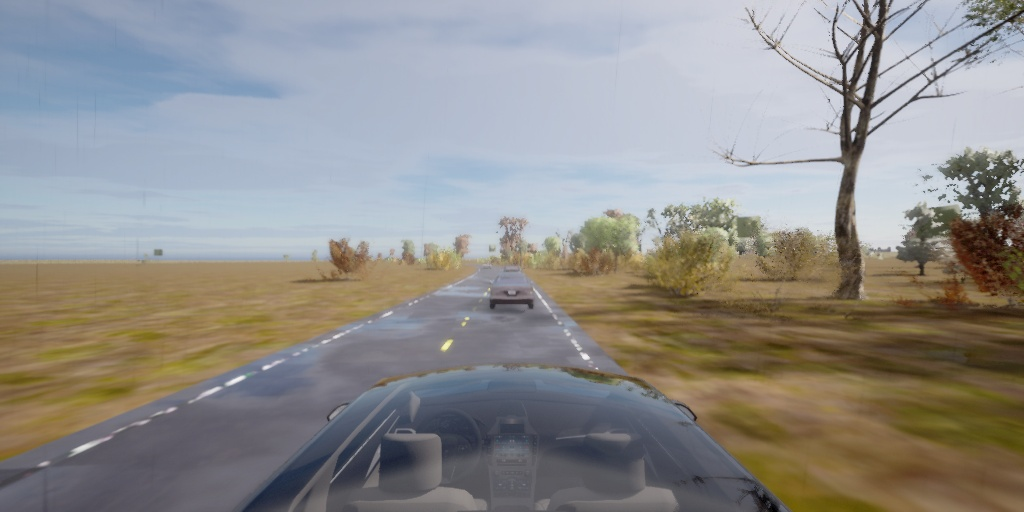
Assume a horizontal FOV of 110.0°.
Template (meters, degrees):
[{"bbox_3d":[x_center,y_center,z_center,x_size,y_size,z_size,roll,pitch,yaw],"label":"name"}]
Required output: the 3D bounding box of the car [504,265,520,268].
[{"bbox_3d":[-0.020,1.524,31.136,2.128,1.511,4.902,0,0,0],"label":"car"}]

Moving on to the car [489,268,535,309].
[{"bbox_3d":[-0.006,1.433,15.827,2.033,1.411,5.357,0,-1,0],"label":"car"}]
